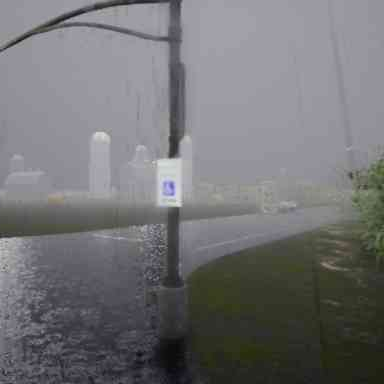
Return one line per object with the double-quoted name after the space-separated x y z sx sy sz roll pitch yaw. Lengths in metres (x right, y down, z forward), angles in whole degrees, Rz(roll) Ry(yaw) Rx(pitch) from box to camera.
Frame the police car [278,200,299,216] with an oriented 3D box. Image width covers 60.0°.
10.180 1.685 36.755 1.930 1.638 5.238 1 0 36 "police car"
